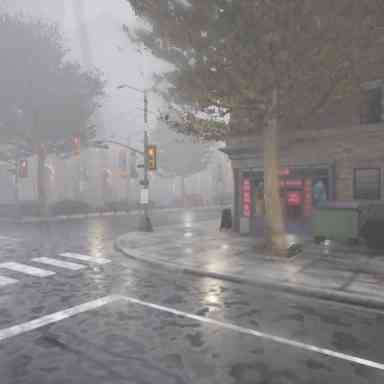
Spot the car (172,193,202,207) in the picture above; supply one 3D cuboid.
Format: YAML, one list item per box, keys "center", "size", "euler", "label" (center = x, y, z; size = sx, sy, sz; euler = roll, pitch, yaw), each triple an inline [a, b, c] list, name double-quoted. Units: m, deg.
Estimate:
- center: [-0.704, 1.220, 49.727]
  size: [2.150, 2.045, 5.566]
  euler: [0, 0, 36]
  label: "car"

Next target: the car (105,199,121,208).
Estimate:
- center: [-10.209, 1.594, 47.930]
  size: [1.895, 1.301, 4.718]
  euler: [0, 0, 36]
  label: "car"

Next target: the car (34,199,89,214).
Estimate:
- center: [-12.634, 1.504, 33.213]
  size: [1.837, 1.490, 4.892]
  euler: [0, 0, 36]
  label: "car"

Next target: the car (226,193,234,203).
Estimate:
- center: [8.942, 1.241, 62.924]
  size: [1.812, 1.442, 4.674]
  euler: [0, 0, 36]
  label: "car"

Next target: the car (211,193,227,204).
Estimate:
- center: [5.976, 1.206, 64.799]
  size: [2.150, 2.045, 5.566]
  euler: [0, 0, 36]
  label: "car"

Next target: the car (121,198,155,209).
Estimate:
- center: [-7.208, 1.525, 46.678]
  size: [1.812, 1.442, 4.674]
  euler: [0, 0, 36]
  label: "car"

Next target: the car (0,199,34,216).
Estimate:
- center: [-17.111, 1.491, 33.202]
  size: [2.128, 1.511, 4.902]
  euler: [0, 0, 38]
  label: "car"
